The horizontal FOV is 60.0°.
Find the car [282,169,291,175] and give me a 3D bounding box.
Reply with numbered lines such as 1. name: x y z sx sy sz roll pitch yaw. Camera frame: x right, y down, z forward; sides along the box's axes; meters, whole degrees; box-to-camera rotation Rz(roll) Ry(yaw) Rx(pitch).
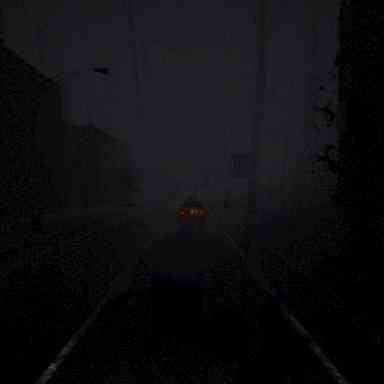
1. car: 22.441 -4.333 74.284 2.097 1.535 5.008 0 1 -4

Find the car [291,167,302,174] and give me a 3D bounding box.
1. car: 22.909 -4.316 68.778 2.185 1.767 4.553 0 1 -5

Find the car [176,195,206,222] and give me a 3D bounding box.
1. car: 0.041 1.263 24.436 1.801 1.575 5.366 0 0 1

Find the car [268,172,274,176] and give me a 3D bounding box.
1. car: 21.854 -4.614 85.361 2.231 1.521 4.892 0 1 -1

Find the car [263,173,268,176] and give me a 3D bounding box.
1. car: 21.725 -4.734 90.878 2.231 1.521 4.892 0 1 -1

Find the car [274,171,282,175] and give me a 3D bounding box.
1. car: 22.088 -4.436 79.820 2.002 1.452 4.674 0 1 -3

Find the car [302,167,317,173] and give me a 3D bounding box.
1. car: 23.530 -4.013 63.090 2.163 1.488 4.792 0 1 -6

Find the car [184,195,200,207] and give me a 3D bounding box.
1. car: -0.003 1.185 46.225 2.033 1.411 5.357 0 0 0

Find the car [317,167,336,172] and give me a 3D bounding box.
1. car: 24.232 -3.861 57.617 2.002 1.452 4.674 0 1 -7

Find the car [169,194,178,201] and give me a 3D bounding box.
1. car: -3.529 1.069 65.136 2.128 1.511 4.902 0 0 0
